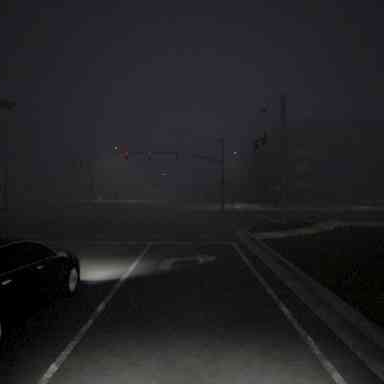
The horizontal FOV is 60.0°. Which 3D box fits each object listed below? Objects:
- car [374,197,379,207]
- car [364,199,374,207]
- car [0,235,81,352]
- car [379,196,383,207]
[{"bbox_3d":[27.492,1.317,44.017,5.008,1.535,1.882,0,0,0],"label":"car"},{"bbox_3d":[27.144,1.352,47.507,4.674,1.442,1.812,0,0,0],"label":"car"},{"bbox_3d":[-3.444,1.484,5.622,1.837,1.490,4.892,0,0,1],"label":"car"},{"bbox_3d":[25.974,1.453,40.515,4.718,1.301,1.895,0,0,0],"label":"car"}]
